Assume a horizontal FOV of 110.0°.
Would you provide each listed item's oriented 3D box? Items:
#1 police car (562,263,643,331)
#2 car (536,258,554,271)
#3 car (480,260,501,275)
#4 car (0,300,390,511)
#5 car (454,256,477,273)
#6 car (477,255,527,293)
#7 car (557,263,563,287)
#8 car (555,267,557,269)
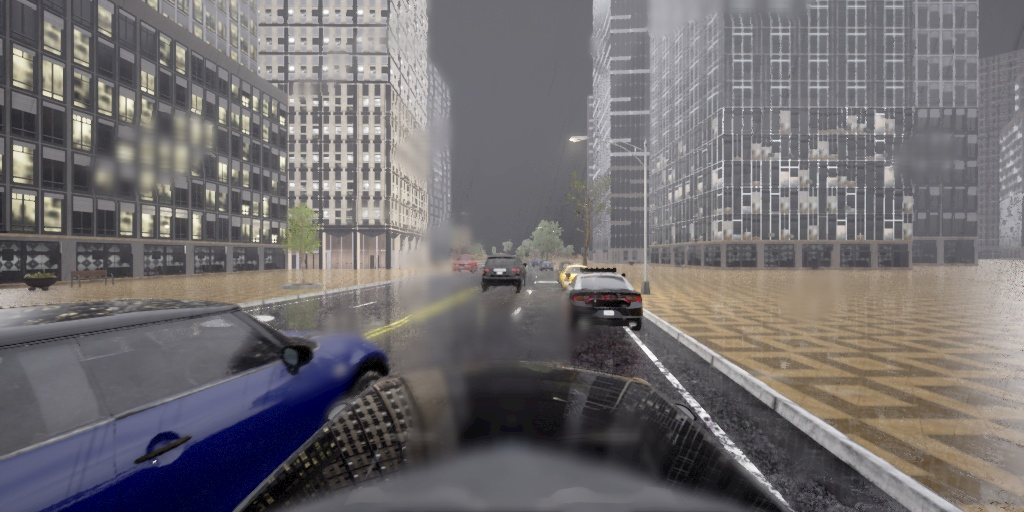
[{"bbox_3d":[2.681,1.175,11.263,1.930,1.638,5.238,0,0,7],"label":"police car"},{"bbox_3d":[4.691,1.307,48.727,2.033,1.411,5.357,0,0,1],"label":"car"},{"bbox_3d":[-2.332,1.234,40.864,1.882,1.535,5.008,0,0,3],"label":"car"},{"bbox_3d":[-2.760,1.100,2.613,2.097,1.767,4.553,0,0,9],"label":"car"},{"bbox_3d":[-5.475,0.979,42.951,2.150,2.045,5.566,0,0,2],"label":"car"},{"bbox_3d":[-0.369,0.973,21.181,2.150,2.045,5.566,0,0,5],"label":"car"},{"bbox_3d":[3.847,1.207,21.436,1.801,1.575,5.366,0,0,6],"label":"car"},{"bbox_3d":[4.393,1.257,27.315,1.837,1.490,4.892,0,0,5],"label":"car"}]
